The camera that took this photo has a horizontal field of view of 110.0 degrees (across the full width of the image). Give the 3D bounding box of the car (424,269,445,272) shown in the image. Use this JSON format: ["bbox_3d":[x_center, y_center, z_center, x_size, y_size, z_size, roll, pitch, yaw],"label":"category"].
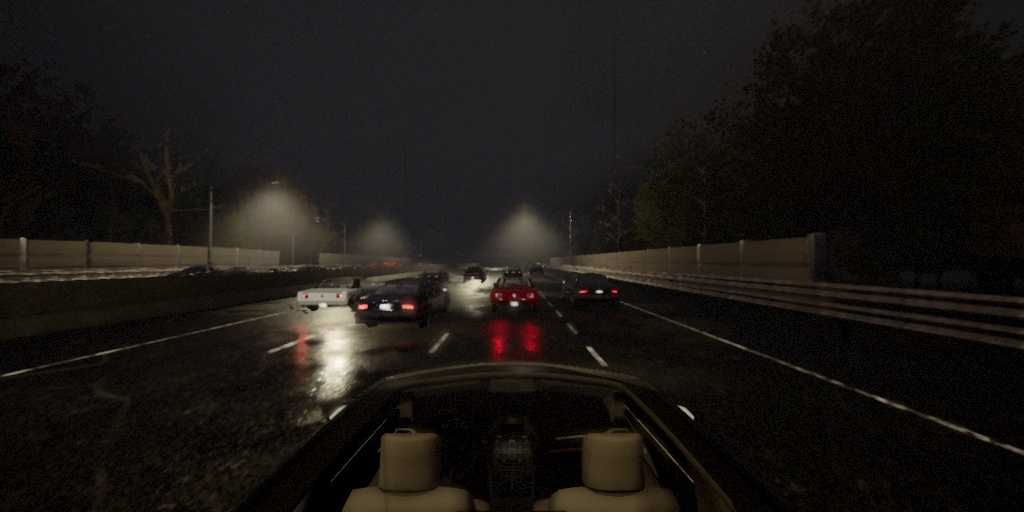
[{"bbox_3d":[-6.896,1.778,32.165,1.895,1.301,4.718,0,-1,0],"label":"car"}]

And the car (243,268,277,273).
[{"bbox_3d":[-21.097,1.777,32.019,1.895,1.301,4.718,0,-1,0],"label":"car"}]

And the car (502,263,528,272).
[{"bbox_3d":[0.103,1.688,33.518,2.128,1.511,4.902,0,-1,0],"label":"car"}]

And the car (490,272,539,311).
[{"bbox_3d":[0.100,1.545,15.654,1.895,1.301,4.718,0,-1,0],"label":"car"}]

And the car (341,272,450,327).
[{"bbox_3d":[-3.399,1.442,12.097,2.033,1.411,5.357,0,-1,0],"label":"car"}]

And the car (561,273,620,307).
[{"bbox_3d":[3.498,1.503,16.751,2.033,1.411,5.357,0,-1,1],"label":"car"}]

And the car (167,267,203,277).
[{"bbox_3d":[-28.093,1.682,32.067,1.837,1.490,4.892,0,-1,0],"label":"car"}]

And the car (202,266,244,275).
[{"bbox_3d":[-24.593,1.739,31.921,1.994,1.385,4.181,0,-1,0],"label":"car"}]

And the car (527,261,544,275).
[{"bbox_3d":[3.503,1.929,51.423,1.882,1.535,5.008,0,-1,0],"label":"car"}]

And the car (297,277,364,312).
[{"bbox_3d":[-6.900,1.541,15.328,1.895,1.301,4.718,0,-1,0],"label":"car"}]

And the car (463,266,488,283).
[{"bbox_3d":[-3.399,1.702,33.562,1.837,1.490,4.892,0,-1,0],"label":"car"}]

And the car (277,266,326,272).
[{"bbox_3d":[-17.596,1.641,31.104,1.882,1.535,5.008,0,-1,0],"label":"car"}]
